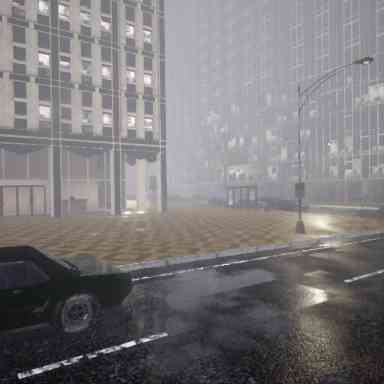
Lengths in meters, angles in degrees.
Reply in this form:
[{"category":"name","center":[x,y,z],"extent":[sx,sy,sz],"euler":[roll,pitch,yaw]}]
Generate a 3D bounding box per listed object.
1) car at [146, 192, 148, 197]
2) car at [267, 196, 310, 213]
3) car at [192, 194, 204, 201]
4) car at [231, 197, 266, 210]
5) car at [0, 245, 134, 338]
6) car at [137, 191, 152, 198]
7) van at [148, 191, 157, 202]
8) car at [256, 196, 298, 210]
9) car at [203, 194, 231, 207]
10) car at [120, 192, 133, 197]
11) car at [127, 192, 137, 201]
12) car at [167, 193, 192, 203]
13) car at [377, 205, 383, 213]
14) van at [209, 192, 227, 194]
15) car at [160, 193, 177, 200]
[{"category":"car","center":[-8.427,0.615,77.193],"extent":[2.192,1.841,5.009],"euler":[0,1,-34]},{"category":"car","center":[10.287,1.424,34.894],"extent":[1.947,1.339,4.313],"euler":[0,1,-34]},{"category":"car","center":[1.222,1.044,63.138],"extent":[1.802,1.307,4.206],"euler":[0,1,-34]},{"category":"car","center":[7.084,1.388,39.592],"extent":[1.802,1.307,4.206],"euler":[0,1,-34]},{"category":"car","center":[-3.448,1.601,5.215],"extent":[4.718,1.301,1.895],"euler":[0,0,-36]},{"category":"car","center":[-11.643,0.686,81.881],"extent":[1.967,1.590,4.097],"euler":[0,1,-34]},{"category":"van","center":[-5.687,0.938,58.395],"extent":[1.690,1.788,3.998],"euler":[0,1,-34]},{"category":"car","center":[10.124,1.282,39.927],"extent":[1.837,1.490,4.892],"euler":[-1,1,-34]},{"category":"car","center":[3.916,1.320,44.311],"extent":[1.947,1.339,4.313],"euler":[0,1,-34]},{"category":"car","center":[-18.075,0.689,91.254],"extent":[2.008,1.369,4.403],"euler":[0,1,-34]},{"category":"car","center":[-12.120,1.040,67.769],"extent":[2.008,1.369,4.403],"euler":[0,1,-34]},{"category":"car","center":[-2.455,1.172,58.352],"extent":[1.895,1.301,4.718],"euler":[-1,1,-34]},{"category":"car","center":[18.712,1.451,28.041],"extent":[2.033,1.411,5.357],"euler":[-1,1,-41]},{"category":"van","center":[4.438,0.856,58.449],"extent":[1.690,1.788,3.998],"euler":[0,1,-34]},{"category":"car","center":[-5.210,0.936,72.511],"extent":[1.802,1.307,4.206],"euler":[0,1,-34]}]
